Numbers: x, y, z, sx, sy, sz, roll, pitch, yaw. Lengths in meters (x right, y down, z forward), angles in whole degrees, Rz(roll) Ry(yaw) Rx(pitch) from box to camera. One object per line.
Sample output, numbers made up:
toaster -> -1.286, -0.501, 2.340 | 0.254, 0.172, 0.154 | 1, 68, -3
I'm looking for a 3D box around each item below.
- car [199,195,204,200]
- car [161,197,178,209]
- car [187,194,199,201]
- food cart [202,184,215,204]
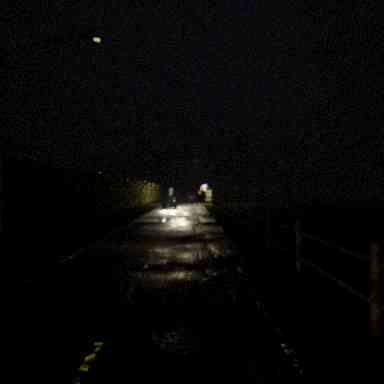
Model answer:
car -> 1.246, 1.279, 87.513 | 1.882, 1.535, 5.008 | 1, 1, 37
car -> -2.866, 1.415, 43.031 | 2.128, 1.511, 4.902 | 0, 0, 0
car -> -0.044, 1.207, 71.564 | 2.128, 1.511, 4.902 | 0, 0, 0
food cart -> 3.112, 0.337, 63.517 | 2.280, 3.560, 4.660 | 1, 1, 0
